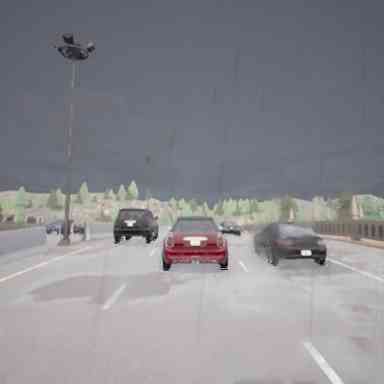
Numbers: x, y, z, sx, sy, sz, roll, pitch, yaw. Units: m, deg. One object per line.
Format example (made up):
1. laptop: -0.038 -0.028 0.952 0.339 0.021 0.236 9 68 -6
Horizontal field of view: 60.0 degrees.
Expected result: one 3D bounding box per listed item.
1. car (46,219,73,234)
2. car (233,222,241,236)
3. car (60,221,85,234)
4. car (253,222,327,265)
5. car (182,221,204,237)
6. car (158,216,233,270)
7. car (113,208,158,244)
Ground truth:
1. car: -17.571 4.606 44.860 2.150 2.045 5.566 0 -7 0
2. car: 3.609 3.613 32.728 2.033 1.411 5.357 0 -6 0
3. car: -14.086 4.580 41.137 1.895 1.301 4.718 0 -6 0
4. car: 3.602 1.867 12.779 1.812 1.442 4.674 0 -3 0
5. car: 0.103 3.614 32.744 2.033 1.411 5.357 0 -6 0
6. car: 0.101 1.667 12.251 2.097 1.767 4.553 0 -3 0
7. car: -3.398 2.104 20.981 2.150 2.045 5.566 0 -5 0
